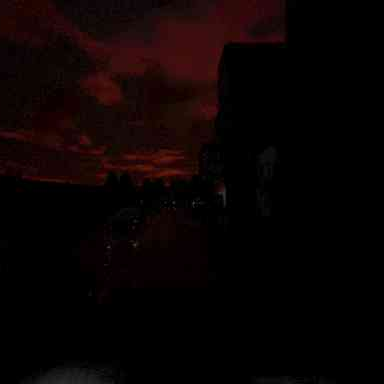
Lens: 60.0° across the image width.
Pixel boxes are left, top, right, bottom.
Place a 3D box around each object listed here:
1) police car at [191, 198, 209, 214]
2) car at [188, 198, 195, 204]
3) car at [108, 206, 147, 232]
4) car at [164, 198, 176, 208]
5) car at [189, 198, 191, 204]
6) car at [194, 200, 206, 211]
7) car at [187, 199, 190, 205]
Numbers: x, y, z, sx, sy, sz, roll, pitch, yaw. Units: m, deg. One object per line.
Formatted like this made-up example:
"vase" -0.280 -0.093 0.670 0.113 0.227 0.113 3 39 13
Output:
"police car" 1.153 1.871 42.372 1.930 1.638 5.238 0 -1 0
"car" -0.074 2.391 90.381 1.837 1.490 4.892 0 -1 0
"car" -4.118 1.712 21.892 1.882 1.535 5.008 0 -1 0
"car" -4.080 2.022 62.923 2.097 1.767 4.553 0 -1 0
"car" 1.099 1.920 58.231 2.097 1.767 4.553 -3 -1 0
"car" 1.156 2.015 52.450 1.801 1.575 5.366 0 -1 0
"car" -0.062 2.259 75.374 2.128 1.511 4.902 0 -1 0
